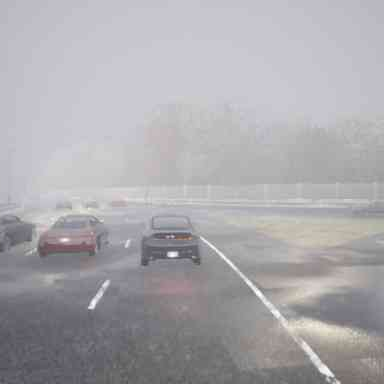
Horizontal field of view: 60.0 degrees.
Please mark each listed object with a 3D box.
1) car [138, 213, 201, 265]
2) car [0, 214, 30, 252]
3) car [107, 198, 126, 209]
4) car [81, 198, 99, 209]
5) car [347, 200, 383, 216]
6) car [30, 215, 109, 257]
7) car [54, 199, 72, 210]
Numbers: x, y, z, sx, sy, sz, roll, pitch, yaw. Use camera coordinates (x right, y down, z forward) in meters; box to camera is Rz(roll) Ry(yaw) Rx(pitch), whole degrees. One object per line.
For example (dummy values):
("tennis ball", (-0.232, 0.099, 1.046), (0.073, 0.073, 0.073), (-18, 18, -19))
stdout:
("car", (-0.809, 1.509, 11.758), (1.837, 1.490, 4.892), (0, 0, -6))
("car", (-8.098, 1.597, 13.858), (1.994, 1.385, 4.181), (0, 0, -7))
("car", (-10.713, 1.523, 47.120), (1.882, 1.535, 5.008), (0, 0, -26))
("car", (-13.996, 1.584, 45.874), (1.812, 1.442, 4.674), (0, 0, -26))
("car", (17.408, 1.482, 30.808), (5.357, 1.411, 2.033), (0, 0, 12))
("car", (-4.494, 1.583, 13.163), (1.994, 1.385, 4.181), (0, 0, -6))
("car", (-17.339, 1.636, 44.759), (1.994, 1.385, 4.181), (0, 0, -26))
